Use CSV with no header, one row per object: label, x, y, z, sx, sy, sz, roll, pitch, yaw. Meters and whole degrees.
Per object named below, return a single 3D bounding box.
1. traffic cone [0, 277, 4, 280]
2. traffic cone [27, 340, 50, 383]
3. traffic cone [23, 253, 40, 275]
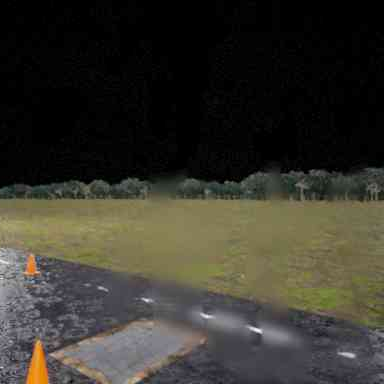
traffic cone,-5.359,2.087,9.063,0.340,0.580,0.340,0,-1,37
traffic cone,-1.782,2.020,3.848,0.340,0.580,0.340,0,-1,37
traffic cone,-4.756,2.108,9.860,0.340,0.580,0.340,0,-1,37
